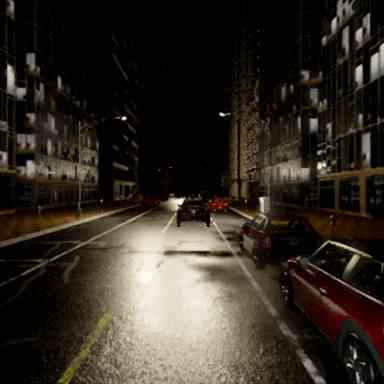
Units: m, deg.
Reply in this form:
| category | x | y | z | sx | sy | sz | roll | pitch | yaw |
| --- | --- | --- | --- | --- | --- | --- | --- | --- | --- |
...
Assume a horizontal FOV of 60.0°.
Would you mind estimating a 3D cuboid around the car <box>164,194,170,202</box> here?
| category | x | y | z | sx | sy | sz | roll | pitch | yaw |
| --- | --- | --- | --- | --- | --- | --- | --- | --- | --- |
| car | -5.724 | 1.097 | 61.992 | 1.887 | 1.381 | 4.507 | 0 | 0 | 0 |

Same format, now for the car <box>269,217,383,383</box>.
| category | x | y | z | sx | sy | sz | roll | pitch | yaw |
| --- | --- | --- | --- | --- | --- | --- | --- | --- | --- |
| car | 2.689 | 1.406 | 5.066 | 1.967 | 1.590 | 4.097 | 0 | 0 | 0 |

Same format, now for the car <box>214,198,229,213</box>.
| category | x | y | z | sx | sy | sz | roll | pitch | yaw |
| --- | --- | --- | --- | --- | --- | --- | --- | --- | --- |
| car | 2.673 | 1.315 | 33.528 | 1.887 | 1.381 | 4.507 | 0 | 0 | 0 |

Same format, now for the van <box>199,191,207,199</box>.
| category | x | y | z | sx | sy | sz | roll | pitch | yaw |
| --- | --- | --- | --- | --- | --- | --- | --- | --- | --- |
| van | 2.648 | 0.754 | 79.065 | 1.690 | 1.788 | 3.998 | 0 | 0 | 0 |

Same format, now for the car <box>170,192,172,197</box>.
| category | x | y | z | sx | sy | sz | roll | pitch | yaw |
| --- | --- | --- | --- | --- | --- | --- | --- | --- | --- |
| car | -5.727 | 1.073 | 67.685 | 1.947 | 1.339 | 4.313 | 0 | 0 | 0 |

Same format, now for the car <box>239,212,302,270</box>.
| category | x | y | z | sx | sy | sz | roll | pitch | yaw |
| --- | --- | --- | --- | --- | --- | --- | --- | --- | --- |
| car | 2.685 | 1.368 | 10.758 | 1.967 | 1.590 | 4.097 | 0 | 0 | 0 |

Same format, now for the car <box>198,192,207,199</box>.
| category | x | y | z | sx | sy | sz | roll | pitch | yaw |
| --- | --- | --- | --- | --- | --- | --- | --- | --- | --- |
| car | 2.645 | 0.805 | 84.756 | 1.967 | 1.590 | 4.097 | 0 | 0 | 0 |

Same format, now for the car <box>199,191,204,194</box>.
| category | x | y | z | sx | sy | sz | roll | pitch | yaw |
| --- | --- | --- | --- | --- | --- | --- | --- | --- | --- |
| car | 0.077 | 1.067 | 40.945 | 2.097 | 1.767 | 4.553 | 0 | 0 | 0 |

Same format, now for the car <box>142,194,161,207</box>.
| category | x | y | z | sx | sy | sz | roll | pitch | yaw |
| --- | --- | --- | --- | --- | --- | --- | --- | --- | --- |
| car | -5.714 | 1.230 | 44.914 | 1.887 | 1.381 | 4.507 | 0 | 0 | 0 |

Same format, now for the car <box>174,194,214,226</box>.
| category | x | y | z | sx | sy | sz | roll | pitch | yaw |
| --- | --- | --- | --- | --- | --- | --- | --- | --- | --- |
| car | 0.088 | 1.204 | 22.094 | 2.097 | 1.767 | 4.553 | 0 | 0 | 0 |

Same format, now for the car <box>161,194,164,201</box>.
| category | x | y | z | sx | sy | sz | roll | pitch | yaw |
| --- | --- | --- | --- | --- | --- | --- | --- | --- | --- |
| car | -5.717 | 1.224 | 50.608 | 1.802 | 1.307 | 4.206 | 0 | 0 | 0 |
